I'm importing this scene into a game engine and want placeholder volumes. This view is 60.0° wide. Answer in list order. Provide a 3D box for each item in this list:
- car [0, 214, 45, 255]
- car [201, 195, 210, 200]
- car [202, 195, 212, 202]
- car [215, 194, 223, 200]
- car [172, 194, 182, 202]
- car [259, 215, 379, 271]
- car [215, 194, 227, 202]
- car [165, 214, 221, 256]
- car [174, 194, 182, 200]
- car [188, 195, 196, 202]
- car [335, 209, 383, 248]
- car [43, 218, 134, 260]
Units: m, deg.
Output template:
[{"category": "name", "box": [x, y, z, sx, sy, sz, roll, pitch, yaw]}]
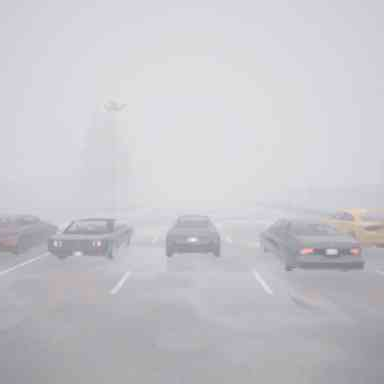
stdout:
[{"category": "car", "box": [-6.953, 1.562, 13.207, 1.994, 1.385, 4.181, 0, 0, 0]}, {"category": "car", "box": [3.493, 1.410, 85.604, 2.033, 1.411, 5.357, 0, 0, 0]}, {"category": "car", "box": [3.493, 1.432, 76.013, 1.882, 1.535, 5.008, 0, 0, 0]}, {"category": "car", "box": [6.993, 1.372, 86.438, 1.882, 1.535, 5.008, 0, 0, 0]}, {"category": "car", "box": [-3.507, 1.568, 76.459, 1.895, 1.301, 4.718, 0, 0, 0]}, {"category": "car", "box": [3.532, 1.545, 10.841, 2.033, 1.411, 5.357, 0, 0, 1]}, {"category": "car", "box": [6.993, 1.486, 77.264, 1.812, 1.442, 4.674, 0, 0, 0]}, {"category": "car", "box": [0.055, 1.562, 13.108, 1.994, 1.385, 4.181, 0, 0, 1]}, {"category": "car", "box": [-3.507, 1.394, 86.437, 1.837, 1.490, 4.892, 0, 0, 0]}, {"category": "car", "box": [-0.007, 1.454, 76.013, 1.837, 1.490, 4.892, 0, 0, 0]}, {"category": "car", "box": [7.062, 1.474, 14.170, 1.882, 1.535, 5.008, 0, 0, 0]}, {"category": "car", "box": [-3.450, 1.598, 12.359, 1.895, 1.301, 4.718, 0, 0, 1]}]
